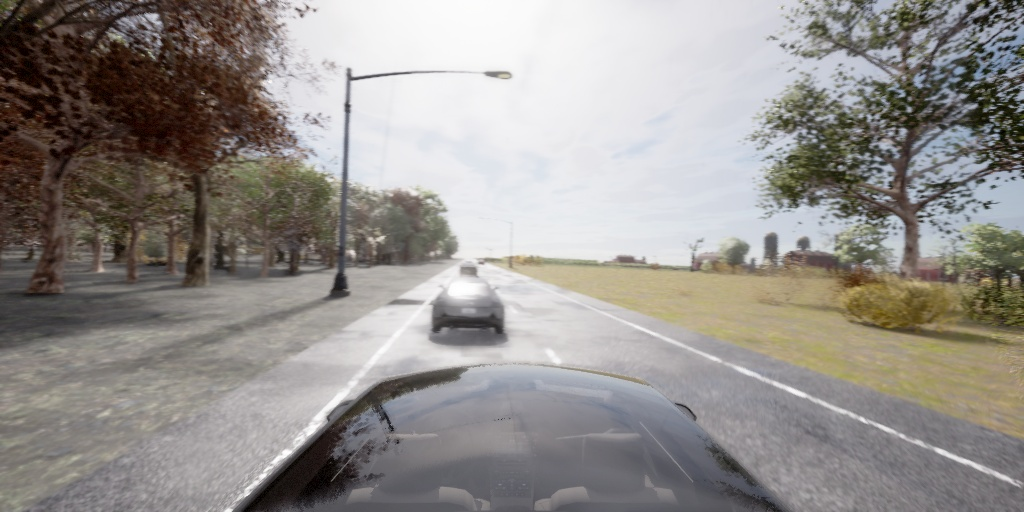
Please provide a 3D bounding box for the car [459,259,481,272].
[{"bbox_3d":[-4.467,1.390,36.995,1.882,1.535,5.008,2,-1,-7],"label":"car"}]

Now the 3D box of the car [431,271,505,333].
[{"bbox_3d":[-1.319,1.350,10.970,1.994,1.385,4.181,2,-1,-7],"label":"car"}]
